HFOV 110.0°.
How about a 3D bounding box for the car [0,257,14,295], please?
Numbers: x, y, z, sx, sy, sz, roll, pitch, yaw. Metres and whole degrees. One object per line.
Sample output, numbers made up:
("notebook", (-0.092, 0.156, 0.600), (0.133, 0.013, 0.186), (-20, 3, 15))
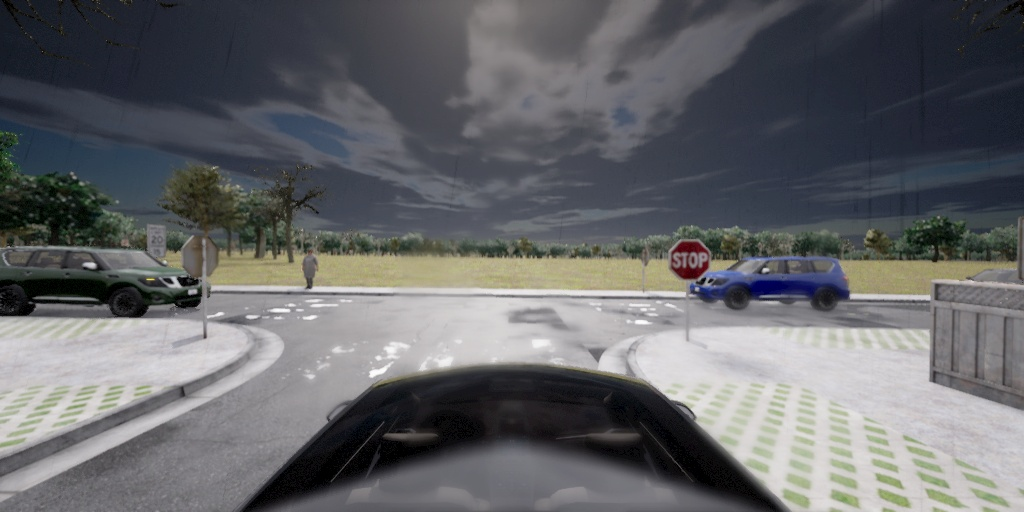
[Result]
("car", (-23.549, 0.785, 14.188), (5.008, 1.535, 1.882), (1, 1, -1))

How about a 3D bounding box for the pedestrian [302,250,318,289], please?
("pedestrian", (-9.692, 0.626, 17.154), (0.375, 1.860, 0.375), (0, 0, 0))

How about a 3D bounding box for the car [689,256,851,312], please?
("car", (10.181, 1.023, 14.364), (5.566, 2.045, 2.150), (1, 1, 0))

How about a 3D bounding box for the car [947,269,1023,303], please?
("car", (20.051, 1.292, 14.417), (4.553, 1.767, 2.097), (1, 1, 0))

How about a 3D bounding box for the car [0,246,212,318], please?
("car", (-12.810, 0.729, 11.273), (5.566, 2.045, 2.150), (1, 1, 0))
